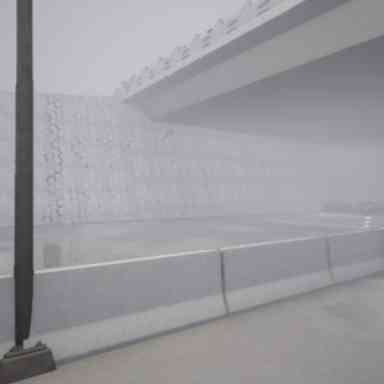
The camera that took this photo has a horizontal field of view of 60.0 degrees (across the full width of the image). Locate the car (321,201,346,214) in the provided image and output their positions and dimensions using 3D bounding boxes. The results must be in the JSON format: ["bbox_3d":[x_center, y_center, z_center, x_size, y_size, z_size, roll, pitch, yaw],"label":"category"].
[{"bbox_3d":[16.255,1.642,37.045,4.181,1.385,1.994,0,0,-35],"label":"car"}]

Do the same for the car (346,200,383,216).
[{"bbox_3d":[18.219,1.605,34.148,4.674,1.442,1.812,0,0,-35],"label":"car"}]
